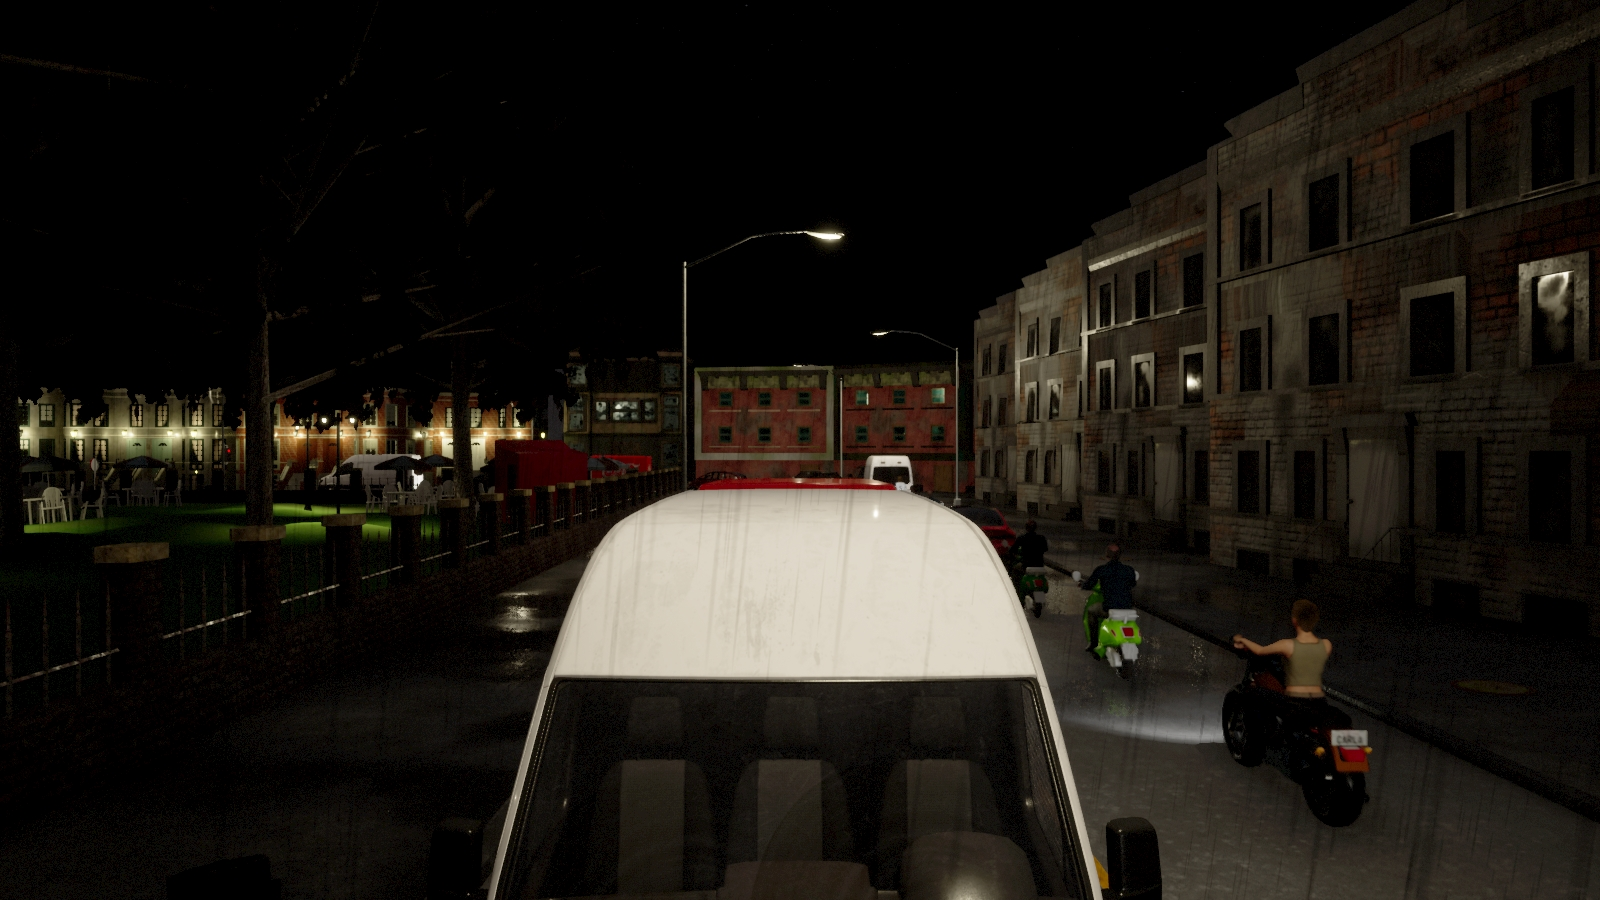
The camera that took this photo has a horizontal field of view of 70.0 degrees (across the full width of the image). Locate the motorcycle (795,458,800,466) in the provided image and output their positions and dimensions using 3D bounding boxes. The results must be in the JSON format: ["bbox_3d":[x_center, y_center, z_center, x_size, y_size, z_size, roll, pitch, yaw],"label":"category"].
[{"bbox_3d":[-0.384,1.962,183.190,0.856,1.236,1.805,0,0,0],"label":"motorcycle"}]

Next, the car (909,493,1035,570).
[{"bbox_3d":[3.920,1.841,26.994,2.231,1.480,4.892,0,0,0],"label":"car"}]

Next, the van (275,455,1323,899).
[{"bbox_3d":[-0.006,1.314,5.127,1.988,2.561,5.915,0,0,0],"label":"van"}]
